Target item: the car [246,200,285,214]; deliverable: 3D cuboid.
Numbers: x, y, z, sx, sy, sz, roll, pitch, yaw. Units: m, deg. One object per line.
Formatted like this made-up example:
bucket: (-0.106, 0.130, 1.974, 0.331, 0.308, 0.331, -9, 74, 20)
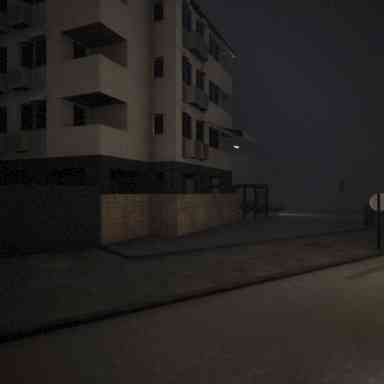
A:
car: (7.334, 1.547, 35.651, 2.033, 1.411, 5.357, 0, 0, -35)
